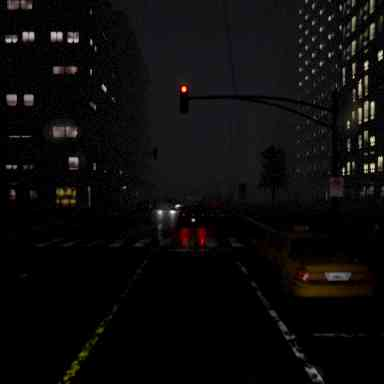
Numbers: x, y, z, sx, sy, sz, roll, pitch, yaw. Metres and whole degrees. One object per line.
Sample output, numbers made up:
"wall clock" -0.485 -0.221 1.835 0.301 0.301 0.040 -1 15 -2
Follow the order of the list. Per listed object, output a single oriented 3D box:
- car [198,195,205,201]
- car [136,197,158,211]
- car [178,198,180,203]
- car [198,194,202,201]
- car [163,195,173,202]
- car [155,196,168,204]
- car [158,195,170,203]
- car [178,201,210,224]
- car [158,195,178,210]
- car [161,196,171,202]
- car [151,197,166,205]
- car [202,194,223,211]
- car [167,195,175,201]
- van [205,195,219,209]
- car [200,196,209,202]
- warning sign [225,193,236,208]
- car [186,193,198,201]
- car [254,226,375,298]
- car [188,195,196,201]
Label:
"car" 2.671 1.549 90.577 1.752 1.417 4.829 0 0 0
"car" -5.700 1.533 40.666 2.008 1.369 4.403 0 0 0
"car" -3.084 1.555 58.659 1.994 1.385 4.181 0 0 0
"car" 2.674 1.309 62.773 2.192 1.841 5.009 0 0 0
"car" -5.708 1.450 79.352 1.967 1.590 4.097 0 0 0
"car" -5.705 1.539 62.771 1.887 1.381 4.507 0 0 0
"car" -5.706 1.439 68.299 1.967 1.590 4.097 0 0 0
"car" 0.083 1.603 24.894 1.895 1.301 4.718 0 0 0
"car" -3.105 1.487 41.716 1.837 1.490 4.892 0 0 0
"car" -5.707 1.586 73.826 1.802 1.307 4.206 0 0 0
"car" -5.704 1.540 57.245 2.008 1.369 4.403 0 0 0
"car" 2.679 1.298 40.667 2.192 1.841 5.009 0 0 0
"car" -5.709 1.548 90.235 1.752 1.417 4.829 0 0 0
"van" 2.677 1.325 46.193 1.690 1.788 3.998 0 0 0
"car" 2.673 1.549 73.827 1.887 1.381 4.507 0 0 0
"warning sign" 5.065 1.098 43.924 1.300 1.860 1.060 0 0 0
"car" -0.013 1.222 69.473 2.150 2.045 5.566 0 0 0
"car" 2.685 1.519 8.424 1.752 1.417 4.829 0 0 0
"car" -0.014 1.464 79.860 2.033 1.411 5.357 0 0 0
